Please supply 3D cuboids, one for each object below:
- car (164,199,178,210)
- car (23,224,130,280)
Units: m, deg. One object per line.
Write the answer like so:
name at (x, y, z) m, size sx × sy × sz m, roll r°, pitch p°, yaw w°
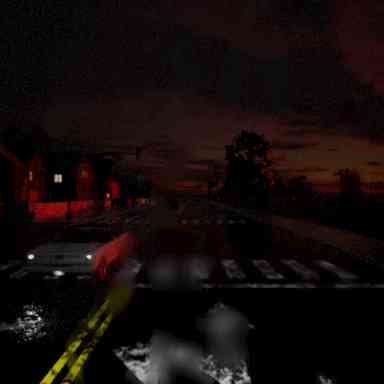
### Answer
car at (-3.316, 1.921, 53.028) m, size 2.097 × 1.767 × 4.553 m, roll 0°, pitch -1°, yaw 0°
car at (-3.263, 1.709, 10.366) m, size 1.895 × 1.301 × 4.718 m, roll 0°, pitch -1°, yaw 0°
